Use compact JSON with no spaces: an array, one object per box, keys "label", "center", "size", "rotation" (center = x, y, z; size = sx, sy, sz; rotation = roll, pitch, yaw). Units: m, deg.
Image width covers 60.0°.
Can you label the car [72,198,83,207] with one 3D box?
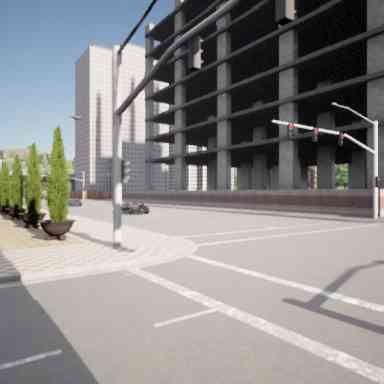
[{"label":"car","center":[-18.973,1.594,52.870],"size":[2.033,1.411,5.357],"rotation":[0,0,-35]}]

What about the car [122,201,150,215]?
[{"label":"car","center":[-5.983,1.611,34.136],"size":[1.994,1.385,4.181],"rotation":[0,0,-35]}]
